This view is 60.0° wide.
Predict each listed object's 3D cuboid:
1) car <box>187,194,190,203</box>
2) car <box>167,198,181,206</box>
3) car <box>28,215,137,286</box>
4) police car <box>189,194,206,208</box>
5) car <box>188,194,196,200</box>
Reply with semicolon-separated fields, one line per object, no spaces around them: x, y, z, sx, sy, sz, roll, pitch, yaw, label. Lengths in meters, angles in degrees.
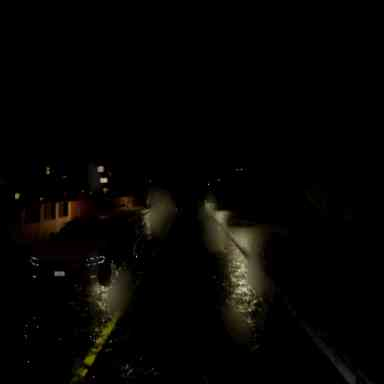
0.001;1.554;67.070;2.033;1.411;5.357;0;0;0;car
-2.815;1.571;52.908;1.994;1.385;4.181;0;0;0;car
-2.849;1.483;9.661;1.882;1.535;5.008;0;0;0;car
0.962;1.432;48.757;1.930;1.638;5.238;0;0;0;police car
0.002;1.307;83.082;1.837;1.490;4.892;0;0;0;car
